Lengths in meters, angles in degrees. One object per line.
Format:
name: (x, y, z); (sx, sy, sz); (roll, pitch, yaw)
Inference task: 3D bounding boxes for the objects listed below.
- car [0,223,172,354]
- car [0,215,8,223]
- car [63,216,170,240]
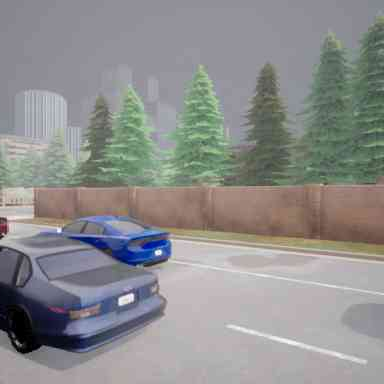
car: (-2.967, 1.548, 6.100); (5.357, 1.411, 2.033); (0, 0, 35)
car: (-10.746, 1.478, 15.945); (5.008, 1.535, 1.882); (0, 0, 35)
car: (-2.915, 1.478, 10.367); (5.008, 1.535, 1.882); (0, 0, 35)
